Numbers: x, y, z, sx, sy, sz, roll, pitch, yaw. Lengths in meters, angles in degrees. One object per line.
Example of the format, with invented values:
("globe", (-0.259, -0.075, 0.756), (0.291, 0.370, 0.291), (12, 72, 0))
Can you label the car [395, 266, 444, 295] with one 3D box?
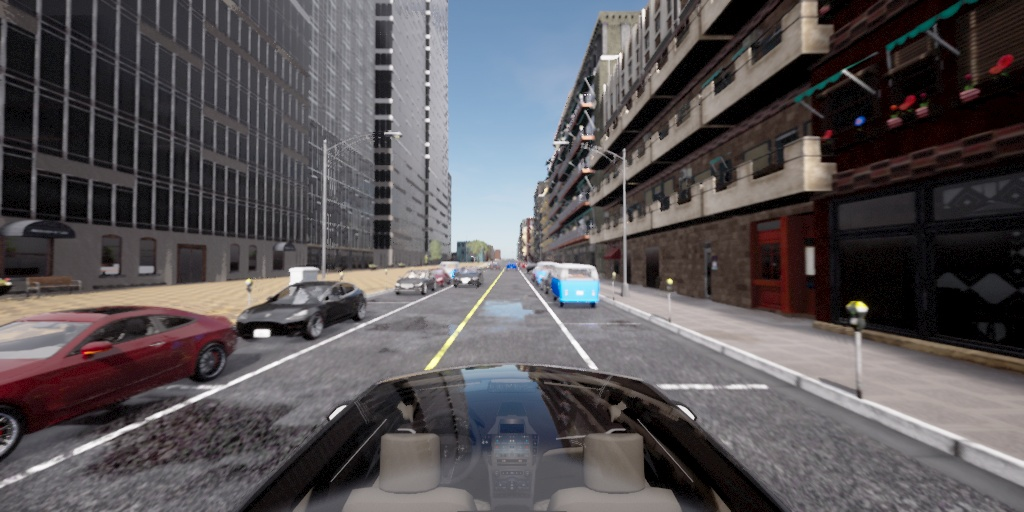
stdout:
("car", (-5.708, 1.516, 21.633), (2.007, 1.370, 4.403), (0, 0, 0))

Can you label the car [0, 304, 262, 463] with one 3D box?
("car", (-5.691, 1.365, 4.694), (1.802, 1.307, 4.207), (0, 0, 0))

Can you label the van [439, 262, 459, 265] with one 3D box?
("van", (-5.718, 1.424, 32.925), (1.690, 1.789, 3.998), (0, 0, 0))

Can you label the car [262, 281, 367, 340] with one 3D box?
("car", (-5.697, 1.410, 10.341), (1.948, 1.339, 4.313), (0, 0, 0))

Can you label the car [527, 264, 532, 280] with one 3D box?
("car", (2.662, 1.665, 32.959), (1.802, 1.307, 4.207), (0, 0, 0))

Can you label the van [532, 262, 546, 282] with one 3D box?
("van", (2.668, 1.366, 27.312), (1.690, 1.789, 3.998), (0, 0, 0))

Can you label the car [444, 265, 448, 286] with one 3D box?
("car", (-5.713, 1.607, 27.279), (1.802, 1.307, 4.207), (0, 0, 0))

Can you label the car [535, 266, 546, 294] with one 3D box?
("car", (2.673, 1.516, 21.667), (2.007, 1.370, 4.403), (0, 0, 0))

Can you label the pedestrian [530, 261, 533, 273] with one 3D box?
("pedestrian", (2.951, 1.586, 53.951), (0.375, 1.860, 0.375), (1, -1, -3))

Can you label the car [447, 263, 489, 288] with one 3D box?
("car", (-3.121, 1.507, 26.458), (2.128, 1.511, 4.902), (0, -1, 0))

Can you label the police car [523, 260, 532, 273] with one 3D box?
("police car", (2.954, 1.689, 50.931), (1.930, 1.638, 5.238), (0, -1, 0))

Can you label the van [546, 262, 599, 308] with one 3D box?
("van", (2.679, 1.245, 16.019), (1.690, 1.789, 3.998), (0, 0, 0))
